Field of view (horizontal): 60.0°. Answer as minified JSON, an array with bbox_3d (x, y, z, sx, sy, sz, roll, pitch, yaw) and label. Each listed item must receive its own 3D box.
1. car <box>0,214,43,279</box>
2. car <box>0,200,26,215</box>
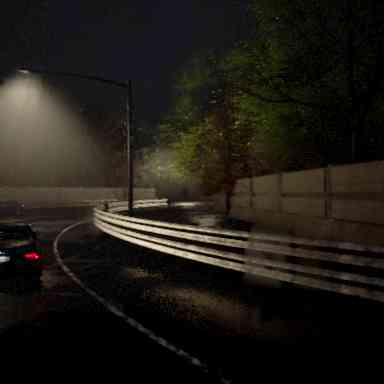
[{"bbox_3d":[-5.563,1.618,9.893,2.033,1.411,5.357,-1,0,-29],"label":"car"},{"bbox_3d":[-19.943,1.633,34.555,2.097,1.767,4.553,-1,0,44],"label":"car"}]
